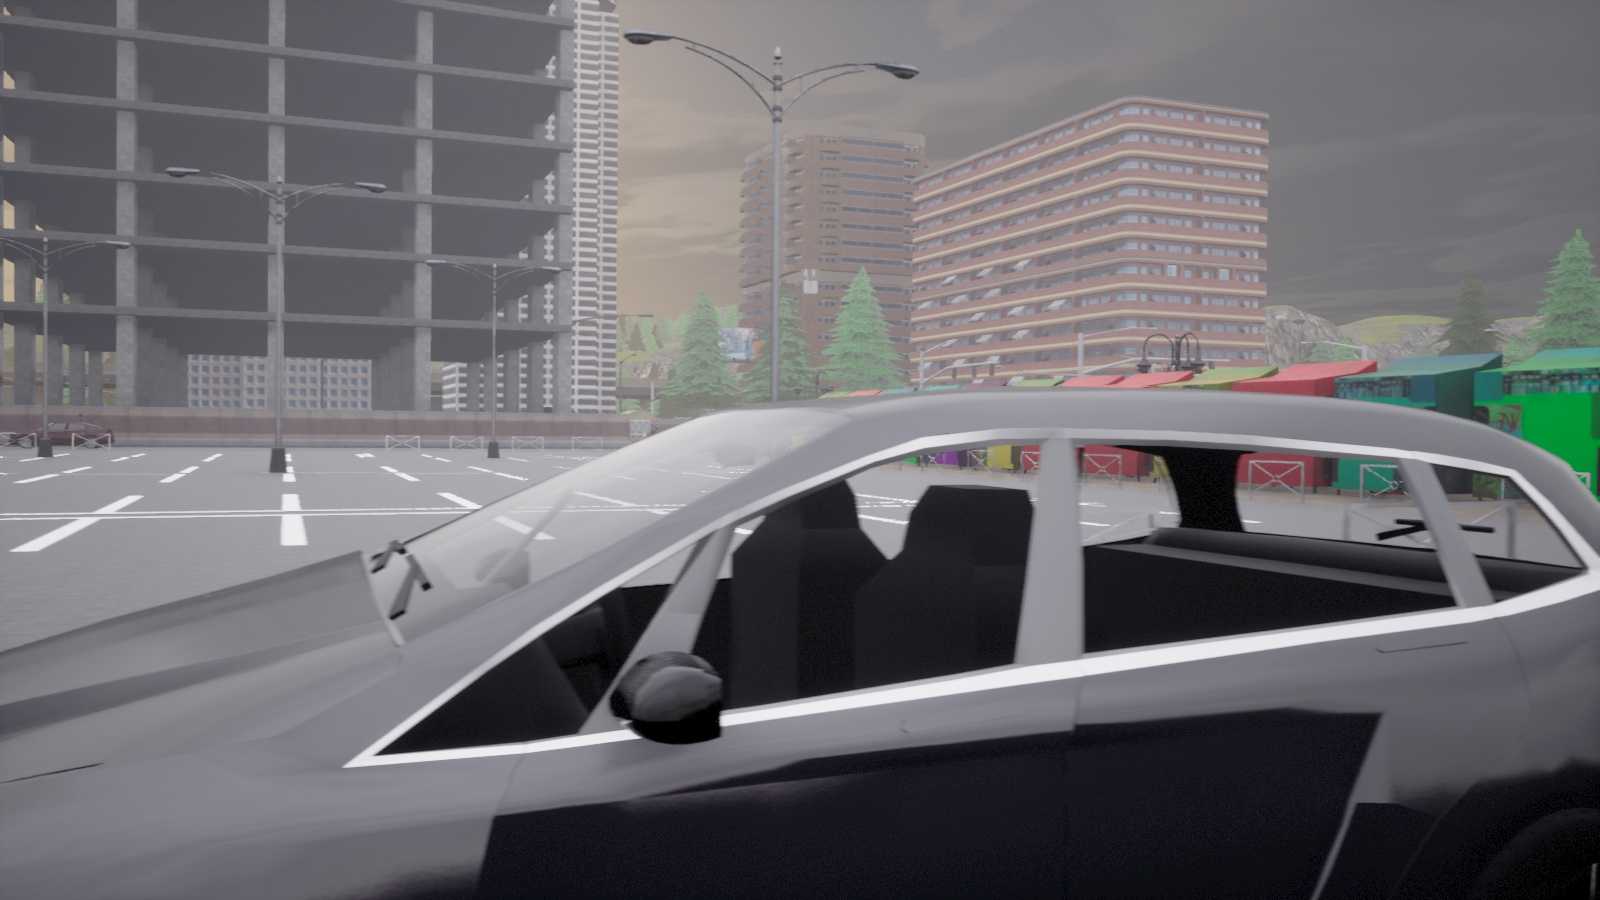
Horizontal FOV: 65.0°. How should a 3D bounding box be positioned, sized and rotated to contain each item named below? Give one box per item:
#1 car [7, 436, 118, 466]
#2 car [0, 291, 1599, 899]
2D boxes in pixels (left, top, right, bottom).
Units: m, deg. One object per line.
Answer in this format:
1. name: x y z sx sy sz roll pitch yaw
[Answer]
1. car: -40.258 0.037 68.730 5.008 1.535 1.882 -1 1 -23
2. car: 0.072 0.588 3.264 4.611 1.667 2.242 -1 1 -21
